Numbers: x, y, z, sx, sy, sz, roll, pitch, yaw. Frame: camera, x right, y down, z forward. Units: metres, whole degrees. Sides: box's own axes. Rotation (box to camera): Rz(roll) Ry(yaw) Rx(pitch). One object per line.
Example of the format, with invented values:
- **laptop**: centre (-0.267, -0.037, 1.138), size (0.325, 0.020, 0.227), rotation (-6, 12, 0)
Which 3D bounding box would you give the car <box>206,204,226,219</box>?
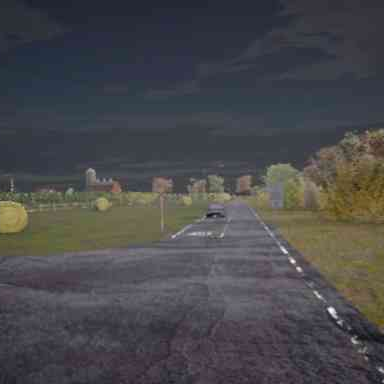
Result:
- **car**: centre (2.548, 1.953, 34.299), size (2.033, 1.411, 5.357), rotation (-2, -1, 8)
